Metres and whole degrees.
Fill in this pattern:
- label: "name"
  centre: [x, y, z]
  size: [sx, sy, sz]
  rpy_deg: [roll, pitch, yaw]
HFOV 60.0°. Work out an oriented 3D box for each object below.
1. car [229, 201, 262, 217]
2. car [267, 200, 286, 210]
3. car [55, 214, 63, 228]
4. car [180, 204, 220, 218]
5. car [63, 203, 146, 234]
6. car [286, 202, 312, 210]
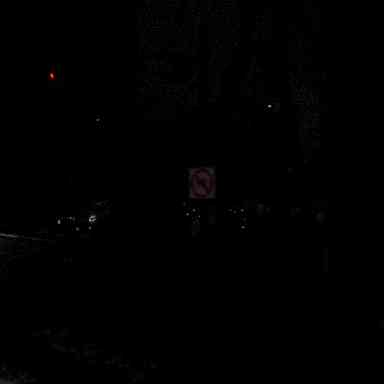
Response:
- label: "car"
  centre: [5.654, 1.726, 34.549]
  size: [1.837, 1.490, 4.892]
  rpy_deg: [-1, -1, 36]
- label: "car"
  centre: [13.159, 1.906, 50.295]
  size: [2.033, 1.411, 5.357]
  rpy_deg: [-1, -1, 36]
- label: "car"
  centre: [-6.914, 1.633, 22.762]
  size: [2.128, 1.511, 4.902]
  rpy_deg: [-1, -1, 34]
- label: "car"
  centre: [0.856, 1.829, 33.470]
  size: [1.895, 1.301, 4.718]
  rpy_deg: [-1, -1, 36]
- label: "car"
  centre: [-4.922, 1.457, 19.912]
  size: [2.097, 1.767, 4.553]
  rpy_deg: [-1, -1, 35]
- label: "car"
  centre: [16.074, 1.860, 48.775]
  size: [2.128, 1.511, 4.902]
  rpy_deg: [-1, -1, 36]
